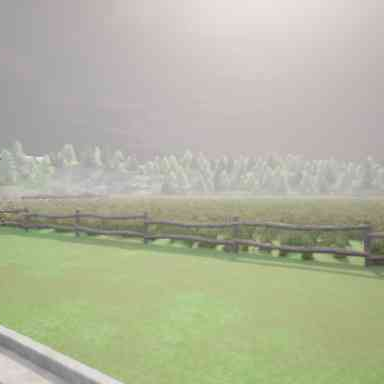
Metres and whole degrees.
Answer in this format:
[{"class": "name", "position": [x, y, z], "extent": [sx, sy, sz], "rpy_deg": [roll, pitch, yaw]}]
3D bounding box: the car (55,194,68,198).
[{"class": "car", "position": [-33.076, 1.316, 87.674], "extent": [1.882, 1.535, 5.008], "rpy_deg": [0, 0, 12]}]

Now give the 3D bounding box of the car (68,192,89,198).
[{"class": "car", "position": [-29.655, 1.365, 86.937], "extent": [1.812, 1.442, 4.674], "rpy_deg": [0, 0, 12]}]

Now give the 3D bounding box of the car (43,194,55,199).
[{"class": "car", "position": [-36.498, 1.336, 88.410], "extent": [1.837, 1.490, 4.892], "rpy_deg": [0, 0, 12]}]
